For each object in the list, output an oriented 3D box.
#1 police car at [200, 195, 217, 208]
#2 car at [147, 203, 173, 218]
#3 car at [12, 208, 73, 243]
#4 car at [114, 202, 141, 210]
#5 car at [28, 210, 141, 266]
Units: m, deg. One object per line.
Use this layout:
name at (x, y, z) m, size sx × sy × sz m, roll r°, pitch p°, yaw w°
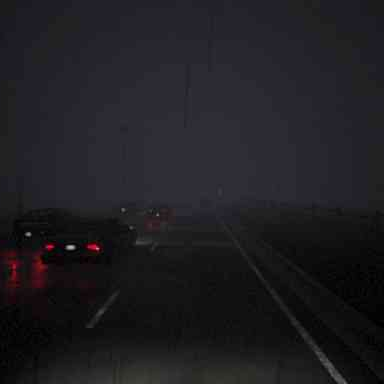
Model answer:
police car at (2.222, 1.513, 49.265) m, size 1.930 × 1.638 × 5.238 m, roll 0°, pitch 0°, yaw 1°
car at (-2.832, 1.653, 30.410) m, size 1.895 × 1.301 × 4.718 m, roll 0°, pitch 0°, yaw 1°
car at (-6.648, 1.517, 16.056) m, size 2.128 × 1.511 × 4.902 m, roll 0°, pitch 0°, yaw 1°
car at (-6.281, 1.619, 32.612) m, size 1.994 × 1.385 × 4.181 m, roll 0°, pitch 0°, yaw 1°
car at (-3.246, 1.566, 11.548) m, size 2.033 × 1.411 × 5.357 m, roll 0°, pitch 0°, yaw 1°
